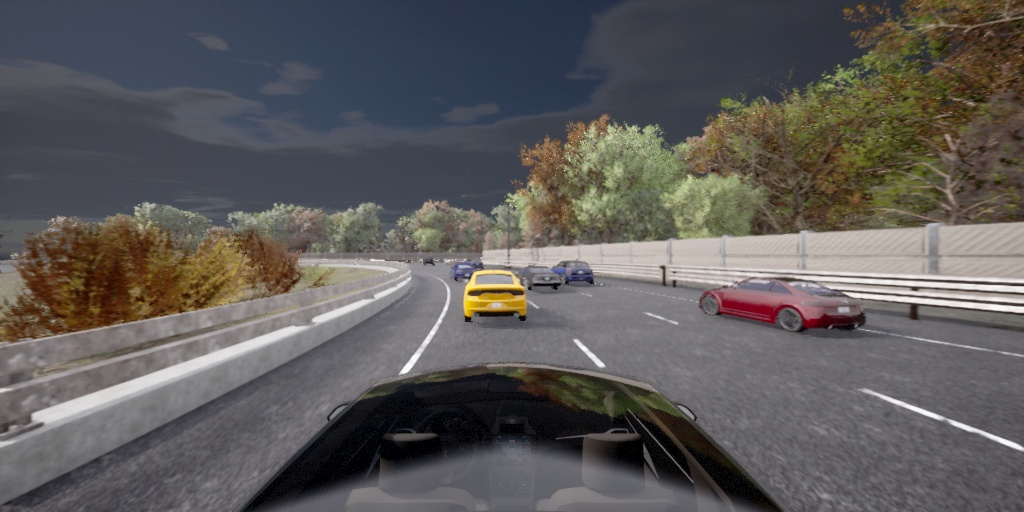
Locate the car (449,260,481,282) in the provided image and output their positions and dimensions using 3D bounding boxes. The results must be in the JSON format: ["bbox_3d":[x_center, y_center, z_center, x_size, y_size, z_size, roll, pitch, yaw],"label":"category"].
[{"bbox_3d":[-4.090,1.306,29.949,1.812,1.442,4.674,0,0,-16],"label":"car"}]

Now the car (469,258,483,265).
[{"bbox_3d":[-5.875,1.153,53.103,2.097,1.767,4.553,0,0,-26],"label":"car"}]

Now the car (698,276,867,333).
[{"bbox_3d":[7.718,1.290,10.764,1.994,1.385,4.181,0,0,-13],"label":"car"}]

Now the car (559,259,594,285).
[{"bbox_3d":[4.115,1.100,25.958,2.097,1.767,4.553,0,0,-13],"label":"car"}]

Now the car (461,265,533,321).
[{"bbox_3d":[-0.680,1.236,12.546,1.882,1.535,5.008,0,0,-6],"label":"car"}]

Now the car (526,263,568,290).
[{"bbox_3d":[1.453,1.303,22.198,2.033,1.411,5.357,0,0,-11],"label":"car"}]
